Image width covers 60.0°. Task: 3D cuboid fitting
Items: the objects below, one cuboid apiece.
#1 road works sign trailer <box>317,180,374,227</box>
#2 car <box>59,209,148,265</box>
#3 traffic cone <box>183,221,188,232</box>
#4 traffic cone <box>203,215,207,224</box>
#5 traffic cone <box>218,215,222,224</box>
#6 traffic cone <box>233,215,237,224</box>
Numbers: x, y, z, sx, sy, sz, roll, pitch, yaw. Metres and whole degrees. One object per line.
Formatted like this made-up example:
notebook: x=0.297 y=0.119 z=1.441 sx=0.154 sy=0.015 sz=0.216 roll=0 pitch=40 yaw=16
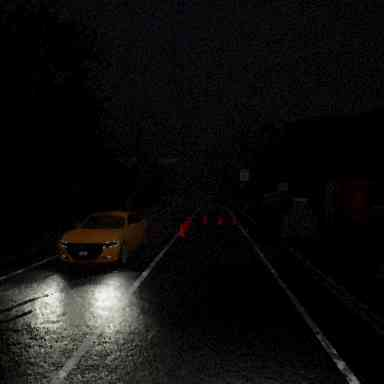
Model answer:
road works sign trailer: x=7.919 y=0.514 z=18.569 sx=3.560 sy=2.380 sz=2.880 roll=-5 pitch=7 yaw=-42
car: x=-2.833 y=1.413 z=11.660 sx=1.882 sy=1.535 sz=5.008 roll=0 pitch=0 yaw=4
traffic cone: x=-0.495 y=1.878 z=16.348 sx=0.340 sy=0.580 sz=0.340 roll=0 pitch=0 yaw=4
traffic cone: x=0.901 y=1.853 z=22.261 sx=0.340 sy=0.580 sz=0.340 roll=0 pitch=0 yaw=4
traffic cone: x=1.891 y=1.858 z=22.194 sx=0.340 sy=0.580 sz=0.340 roll=0 pitch=0 yaw=4
traffic cone: x=2.865 y=1.862 z=22.260 sx=0.340 sy=0.580 sz=0.340 roll=0 pitch=0 yaw=10
